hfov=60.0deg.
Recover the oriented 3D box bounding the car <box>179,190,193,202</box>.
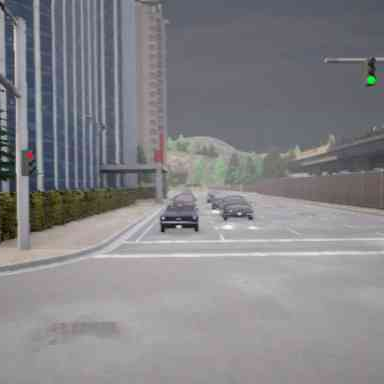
[{"bbox_3d":[-0.797,0.562,47.959,1.837,1.490,4.892,-1,2,0],"label":"car"}]

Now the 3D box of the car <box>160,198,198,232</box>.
[{"bbox_3d":[-0.623,1.239,17.404,1.895,1.301,4.718,-1,1,0],"label":"car"}]

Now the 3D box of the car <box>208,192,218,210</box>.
[{"bbox_3d":[2.750,0.855,31.631,1.812,1.442,4.674,-1,1,1],"label":"car"}]

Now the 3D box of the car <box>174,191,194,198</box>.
[{"bbox_3d":[-0.687,0.938,26.803,1.882,1.535,5.008,-1,1,0],"label":"car"}]

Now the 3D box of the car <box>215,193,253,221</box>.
[{"bbox_3d":[2.847,1.009,22.373,1.837,1.490,4.892,-1,1,0],"label":"car"}]

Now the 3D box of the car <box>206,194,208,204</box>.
[{"bbox_3d":[2.709,0.675,42.251,2.033,1.411,5.357,-1,1,-1],"label":"car"}]
